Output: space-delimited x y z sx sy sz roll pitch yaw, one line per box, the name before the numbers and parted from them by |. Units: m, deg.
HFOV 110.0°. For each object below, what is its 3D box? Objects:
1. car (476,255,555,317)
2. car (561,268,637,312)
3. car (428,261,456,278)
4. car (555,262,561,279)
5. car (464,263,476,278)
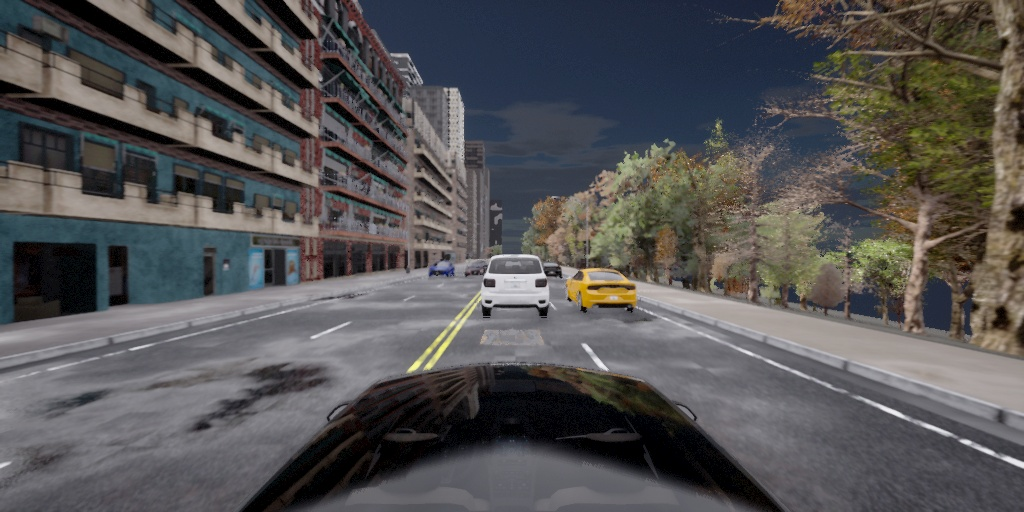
car | 0.102 0.974 13.296 2.150 2.045 5.566 0 0 0
car | 3.353 1.230 14.295 1.882 1.535 5.008 0 0 0
car | -6.591 1.238 34.106 1.882 1.535 5.008 0 0 0
car | 3.354 1.237 32.647 1.882 1.535 5.008 0 0 0
car | -3.340 1.324 34.297 1.994 1.385 4.181 0 0 0
